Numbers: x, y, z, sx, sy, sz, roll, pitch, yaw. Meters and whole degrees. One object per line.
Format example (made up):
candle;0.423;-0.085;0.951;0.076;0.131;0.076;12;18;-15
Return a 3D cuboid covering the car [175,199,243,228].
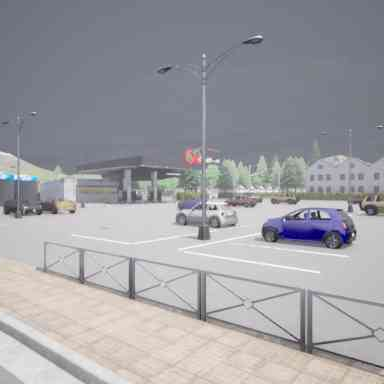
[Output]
car;0.837;1.384;20.654;3.806;1.475;1.970;0;0;40

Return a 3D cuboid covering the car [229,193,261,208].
car;6.459;1.298;44.563;4.514;1.523;2.007;0;0;40

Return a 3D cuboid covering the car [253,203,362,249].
car;4.643;1.374;13.620;3.633;1.501;1.845;0;0;40

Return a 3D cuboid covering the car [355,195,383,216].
car;16.620;1.098;27.830;4.605;1.855;1.932;0;0;40

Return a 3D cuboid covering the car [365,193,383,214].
car;18.159;1.077;30.328;3.866;1.878;1.905;0;0;40

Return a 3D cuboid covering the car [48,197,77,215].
car;-13.429;1.330;32.691;5.027;1.636;2.152;0;0;40

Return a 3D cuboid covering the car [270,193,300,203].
car;14.964;1.097;53.692;4.605;1.855;1.932;0;0;40

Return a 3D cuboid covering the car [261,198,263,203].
car;11.010;1.077;61.247;3.866;1.878;1.905;0;0;40

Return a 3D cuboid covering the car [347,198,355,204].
car;27.100;1.298;52.637;4.514;1.523;2.007;0;0;40

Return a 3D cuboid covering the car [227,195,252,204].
car;8.416;1.361;59.079;3.806;1.475;1.970;0;0;40

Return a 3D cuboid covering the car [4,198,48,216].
car;-15.393;1.339;30.244;4.514;1.523;2.007;0;0;40

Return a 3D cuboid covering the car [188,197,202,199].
car;0.042;1.319;36.902;3.633;1.501;1.845;0;0;40

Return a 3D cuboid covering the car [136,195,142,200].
car;-14.799;1.479;83.388;2.242;1.667;4.611;0;0;40
